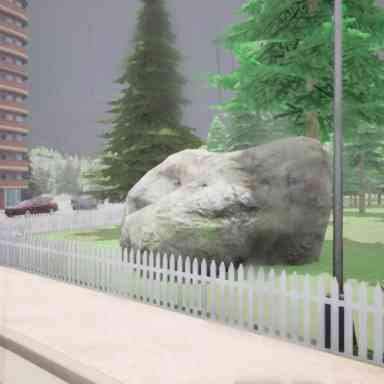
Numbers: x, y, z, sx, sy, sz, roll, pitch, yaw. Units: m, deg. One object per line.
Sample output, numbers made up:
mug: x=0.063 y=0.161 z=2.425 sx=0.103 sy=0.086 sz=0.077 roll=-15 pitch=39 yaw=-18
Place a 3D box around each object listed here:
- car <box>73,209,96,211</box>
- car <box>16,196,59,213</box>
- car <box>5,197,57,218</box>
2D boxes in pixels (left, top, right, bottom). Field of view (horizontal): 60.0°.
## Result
car: x=-12.832 y=1.507 z=40.007 sx=1.994 sy=1.385 sz=4.181 roll=0 pitch=0 yaw=1
car: x=-16.710 y=1.295 z=36.299 sx=2.097 sy=1.767 sz=4.553 roll=0 pitch=0 yaw=7
car: x=-14.519 y=1.421 z=30.237 sx=1.882 sy=1.535 sz=5.008 roll=0 pitch=0 yaw=15
